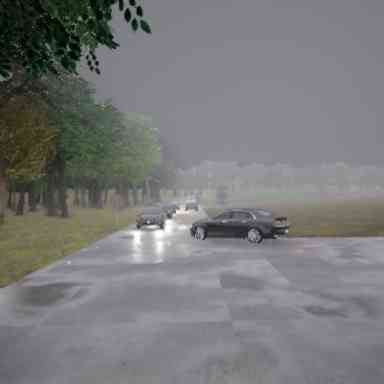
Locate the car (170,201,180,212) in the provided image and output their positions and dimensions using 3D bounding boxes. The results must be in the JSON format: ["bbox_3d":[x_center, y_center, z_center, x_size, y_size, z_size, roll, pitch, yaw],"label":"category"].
[{"bbox_3d":[-2.940,2.047,43.541,2.033,1.411,5.357,0,-1,0],"label":"car"}]

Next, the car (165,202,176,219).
[{"bbox_3d":[-2.914,1.983,33.793,1.895,1.301,4.718,0,-1,0],"label":"car"}]

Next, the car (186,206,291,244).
[{"bbox_3d":[2.083,1.489,15.342,4.892,1.490,1.837,-4,-1,41],"label":"car"}]

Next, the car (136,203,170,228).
[{"bbox_3d":[-2.892,1.778,24.429,1.837,1.490,4.892,0,-1,0],"label":"car"}]

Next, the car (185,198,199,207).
[{"bbox_3d":[-0.030,2.074,50.806,2.128,1.511,4.902,0,-1,0],"label":"car"}]

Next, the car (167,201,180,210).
[{"bbox_3d":[-2.949,2.146,53.696,1.812,1.442,4.674,0,-1,1],"label":"car"}]
